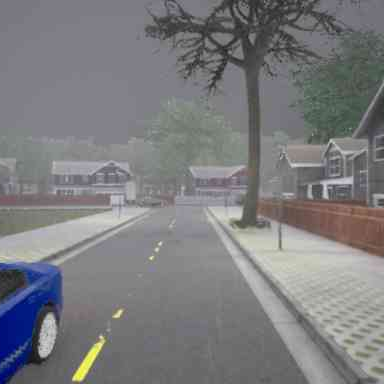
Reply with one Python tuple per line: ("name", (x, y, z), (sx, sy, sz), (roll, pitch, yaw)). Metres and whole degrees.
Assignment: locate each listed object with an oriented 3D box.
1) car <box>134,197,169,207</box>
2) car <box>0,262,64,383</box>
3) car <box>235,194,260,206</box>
("car", (-5.750, 1.415, 47.035), (4.902, 1.511, 2.128), (1, 0, -20))
("car", (-2.848, 1.476, 2.977), (1.882, 1.535, 5.008), (0, 0, 0))
("car", (9.482, 1.283, 52.578), (5.566, 2.045, 2.150), (1, 0, -20))
